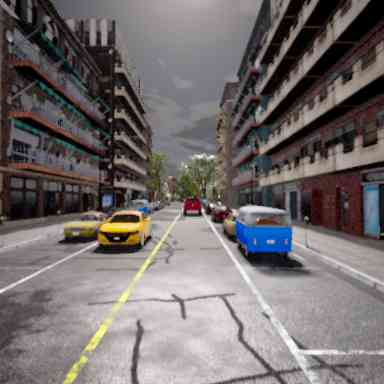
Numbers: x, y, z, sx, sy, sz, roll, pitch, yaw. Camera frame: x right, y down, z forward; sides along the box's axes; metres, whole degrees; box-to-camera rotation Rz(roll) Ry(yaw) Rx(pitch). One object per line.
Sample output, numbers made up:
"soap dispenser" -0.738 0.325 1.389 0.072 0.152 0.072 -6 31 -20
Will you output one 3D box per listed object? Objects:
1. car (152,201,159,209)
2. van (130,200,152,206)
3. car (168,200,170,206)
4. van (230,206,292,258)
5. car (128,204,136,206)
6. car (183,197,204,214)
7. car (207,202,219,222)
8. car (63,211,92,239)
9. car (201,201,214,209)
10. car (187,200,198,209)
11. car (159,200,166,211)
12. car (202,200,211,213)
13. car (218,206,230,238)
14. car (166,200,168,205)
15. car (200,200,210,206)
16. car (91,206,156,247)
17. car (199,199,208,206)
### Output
"car" -5.694 2.039 41.156 2.008 1.369 4.403 1 -1 0
"van" -5.690 1.763 35.588 1.690 1.788 3.998 1 -1 0
"car" -5.794 2.471 74.984 1.802 1.307 4.206 1 -1 0
"van" 2.702 1.499 13.269 1.690 1.788 3.998 1 -1 0
"car" -5.688 1.856 24.444 1.947 1.339 4.313 1 -1 0
"car" 0.083 1.714 41.896 2.150 2.045 5.566 0 -1 0
"car" 2.670 1.901 29.979 1.887 1.381 4.507 1 -1 0
"car" -5.686 1.748 18.704 1.752 1.417 4.829 1 -1 0
"car" 2.648 2.237 57.832 2.008 1.369 4.403 1 -1 0
"car" 0.077 2.277 61.594 2.033 1.411 5.357 0 -1 0
"car" -5.698 2.171 52.298 2.008 1.369 4.403 1 -1 0
"car" 2.653 2.054 41.120 1.947 1.339 4.313 1 -1 0
"car" 2.702 1.752 19.007 1.752 1.417 4.829 1 -1 0
"car" -5.700 2.268 57.868 1.802 1.307 4.206 1 -1 0
"car" 2.812 2.435 74.545 2.008 1.369 4.403 1 -1 0
"car" -3.100 1.671 16.215 1.882 1.535 5.008 0 -1 0
"car" 2.810 2.501 80.115 2.008 1.369 4.403 1 -1 0
